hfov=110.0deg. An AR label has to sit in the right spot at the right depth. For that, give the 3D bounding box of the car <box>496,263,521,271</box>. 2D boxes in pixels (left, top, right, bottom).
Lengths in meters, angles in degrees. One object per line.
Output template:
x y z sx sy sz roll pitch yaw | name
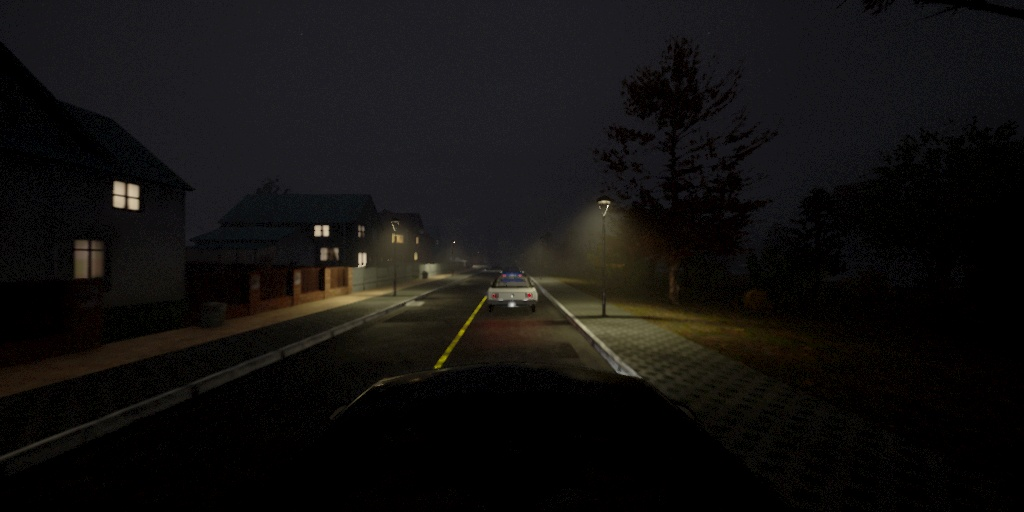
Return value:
0.010 1.565 29.392 2.033 1.411 5.357 0 0 0 | car

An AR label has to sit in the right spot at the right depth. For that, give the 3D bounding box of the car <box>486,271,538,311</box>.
0.015 1.484 15.104 1.895 1.301 4.718 0 -1 0 | car
